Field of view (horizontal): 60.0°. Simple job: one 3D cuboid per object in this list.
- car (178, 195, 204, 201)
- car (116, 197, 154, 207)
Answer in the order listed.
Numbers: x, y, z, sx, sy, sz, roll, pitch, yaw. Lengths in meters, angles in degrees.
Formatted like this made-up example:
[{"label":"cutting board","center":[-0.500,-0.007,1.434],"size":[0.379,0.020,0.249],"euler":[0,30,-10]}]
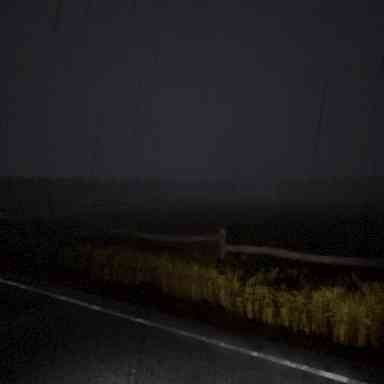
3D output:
[{"label":"car","center":[-0.059,1.170,46.162],"size":[2.128,1.511,4.902],"euler":[-1,1,34]},{"label":"car","center":[-6.935,1.397,41.819],"size":[2.033,1.411,5.357],"euler":[-1,1,36]}]
